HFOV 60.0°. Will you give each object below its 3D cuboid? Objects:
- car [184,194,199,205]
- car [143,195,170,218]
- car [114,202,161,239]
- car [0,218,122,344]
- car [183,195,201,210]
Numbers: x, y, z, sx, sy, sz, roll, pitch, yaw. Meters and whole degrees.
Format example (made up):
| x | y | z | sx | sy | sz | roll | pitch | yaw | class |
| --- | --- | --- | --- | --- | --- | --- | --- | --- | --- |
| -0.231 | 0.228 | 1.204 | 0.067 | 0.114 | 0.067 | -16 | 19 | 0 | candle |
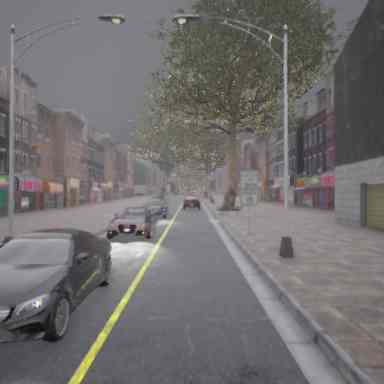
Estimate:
| x | y | z | sx | sy | sz | roll | pitch | yaw | class |
| --- | --- | --- | --- | --- | --- | --- | --- | --- | --- |
| -0.029 | 1.059 | 47.976 | 1.994 | 1.385 | 4.181 | 0 | 1 | 0 | car |
| -2.858 | 1.258 | 26.883 | 1.837 | 1.490 | 4.892 | 0 | 1 | 0 | car |
| -2.860 | 1.449 | 16.598 | 1.994 | 1.385 | 4.181 | 0 | 1 | 0 | car |
| -2.852 | 1.500 | 6.579 | 1.812 | 1.442 | 4.674 | 0 | 0 | 0 | car |
| -0.026 | 1.109 | 36.581 | 1.882 | 1.535 | 5.008 | 0 | 1 | 0 | car |
